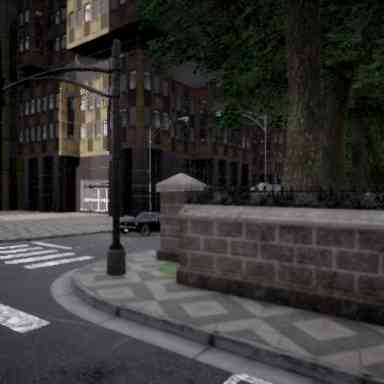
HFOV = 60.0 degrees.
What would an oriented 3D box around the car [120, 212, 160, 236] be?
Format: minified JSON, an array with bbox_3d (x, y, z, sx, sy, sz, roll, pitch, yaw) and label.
[{"bbox_3d":[-2.569,1.918,20.813,1.895,1.301,4.718,0,-1,33],"label":"car"}]
